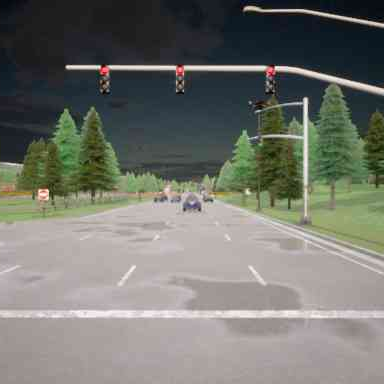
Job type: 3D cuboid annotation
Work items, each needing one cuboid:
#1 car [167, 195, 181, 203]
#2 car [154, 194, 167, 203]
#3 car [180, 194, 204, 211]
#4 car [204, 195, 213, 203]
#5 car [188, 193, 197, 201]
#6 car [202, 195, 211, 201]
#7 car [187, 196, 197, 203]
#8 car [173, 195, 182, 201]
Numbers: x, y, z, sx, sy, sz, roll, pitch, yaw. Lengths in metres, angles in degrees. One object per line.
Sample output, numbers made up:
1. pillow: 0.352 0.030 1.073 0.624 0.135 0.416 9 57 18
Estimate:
1. car: -3.486 1.516 70.363 2.033 1.411 5.357 0 0 0
2. car: -6.986 1.501 70.781 1.812 1.442 4.674 0 0 0
3. car: 0.008 1.343 39.720 2.097 1.767 4.553 0 0 0
4. car: 3.514 1.572 70.809 1.895 1.301 4.718 0 0 0
5. car: 0.016 1.170 80.753 2.097 1.767 4.553 0 0 0
6. car: 3.516 1.355 80.782 2.033 1.411 5.357 0 0 0
7. car: 0.014 1.528 70.746 1.994 1.385 4.181 0 0 0
8. car: -3.484 1.355 80.783 2.033 1.411 5.357 0 0 0
